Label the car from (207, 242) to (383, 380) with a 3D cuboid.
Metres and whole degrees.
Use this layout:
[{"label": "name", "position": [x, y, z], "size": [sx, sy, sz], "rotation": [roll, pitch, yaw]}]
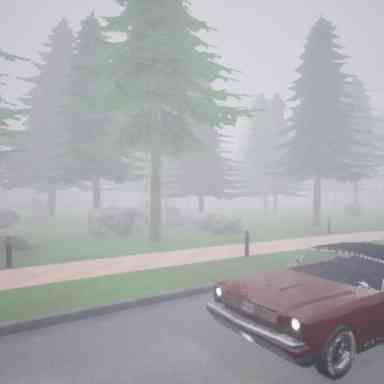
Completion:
[{"label": "car", "position": [2.600, 1.589, 5.536], "size": [4.718, 1.301, 1.895], "rotation": [0, 0, -32]}]
